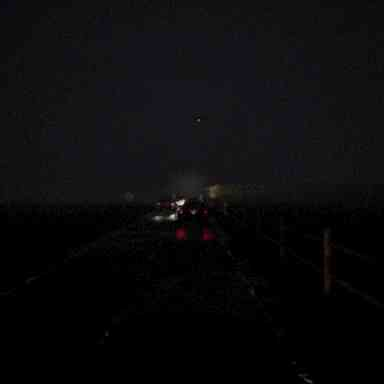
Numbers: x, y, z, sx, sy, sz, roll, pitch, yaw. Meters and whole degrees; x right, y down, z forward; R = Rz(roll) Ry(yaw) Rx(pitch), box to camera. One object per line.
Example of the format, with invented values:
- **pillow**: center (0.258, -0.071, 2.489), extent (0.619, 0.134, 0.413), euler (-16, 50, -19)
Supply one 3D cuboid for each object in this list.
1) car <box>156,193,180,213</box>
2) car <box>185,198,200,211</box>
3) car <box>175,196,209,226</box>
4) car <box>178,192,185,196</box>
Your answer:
- **car**: center (-2.848, 1.355, 37.654), extent (2.097, 1.767, 4.553), euler (0, 0, 0)
- **car**: center (0.095, 1.509, 42.519), extent (1.837, 1.490, 4.892), euler (0, 0, 0)
- **car**: center (0.097, 1.352, 23.628), extent (2.097, 1.767, 4.553), euler (0, 0, 0)
- **car**: center (-2.765, 1.033, 78.804), extent (2.150, 2.045, 5.566), euler (0, 0, 0)
